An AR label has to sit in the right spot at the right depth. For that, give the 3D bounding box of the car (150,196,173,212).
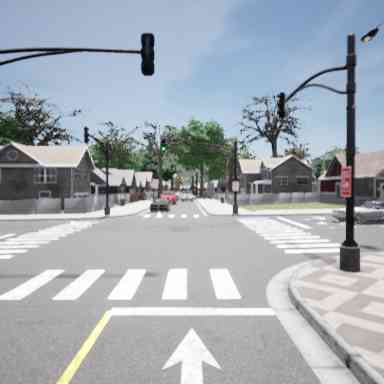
[{"bbox_3d":[-3.294,1.363,34.636,1.895,1.301,4.718,0,0,-1],"label":"car"}]

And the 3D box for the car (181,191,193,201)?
[{"bbox_3d":[-0.946,0.802,65.854,2.150,2.045,5.566,0,0,-1],"label":"car"}]

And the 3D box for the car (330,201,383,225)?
[{"bbox_3d":[10.895,1.202,19.909,4.718,1.301,1.895,-1,1,0],"label":"car"}]

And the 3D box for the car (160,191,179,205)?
[{"bbox_3d":[-3.513,0.895,49.409,2.150,2.045,5.566,0,0,-1],"label":"car"}]

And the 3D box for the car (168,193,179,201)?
[{"bbox_3d":[-3.746,1.056,68.927,2.128,1.511,4.902,0,0,-1],"label":"car"}]
